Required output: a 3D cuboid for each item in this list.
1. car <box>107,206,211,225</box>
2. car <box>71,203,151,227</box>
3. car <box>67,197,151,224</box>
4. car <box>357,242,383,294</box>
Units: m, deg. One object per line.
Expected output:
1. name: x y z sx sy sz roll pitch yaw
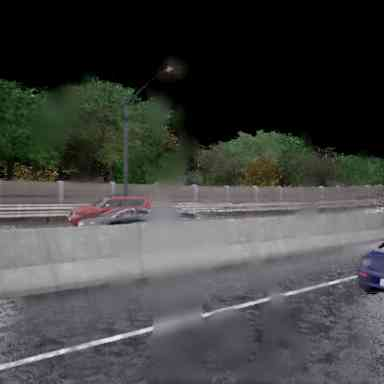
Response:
1. car: -1.215 1.596 16.020 4.902 1.511 2.128 1 0 -35
2. car: -3.759 1.588 18.504 4.902 1.511 2.128 1 0 -35
3. car: -5.157 1.327 21.805 5.566 2.045 2.150 1 0 -35
4. car: 5.692 1.641 7.803 4.674 1.442 1.812 1 0 -35
